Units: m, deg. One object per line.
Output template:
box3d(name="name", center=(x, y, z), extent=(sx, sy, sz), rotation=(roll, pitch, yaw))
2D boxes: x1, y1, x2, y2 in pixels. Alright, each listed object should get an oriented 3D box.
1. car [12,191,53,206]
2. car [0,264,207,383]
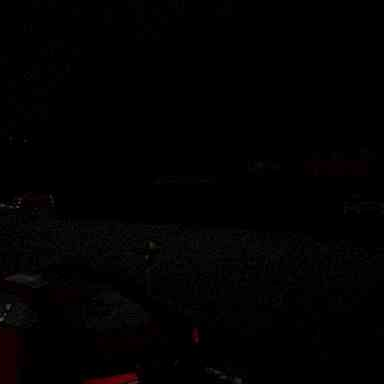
box3d(name="car", center=(-19.795, 0.757, 41.361), extent=(2.097, 1.767, 4.553), rotation=(1, 2, 35))
box3d(name="car", center=(-1.791, 1.581, 4.077), extent=(4.206, 1.307, 1.802), rotation=(0, 1, 36))
